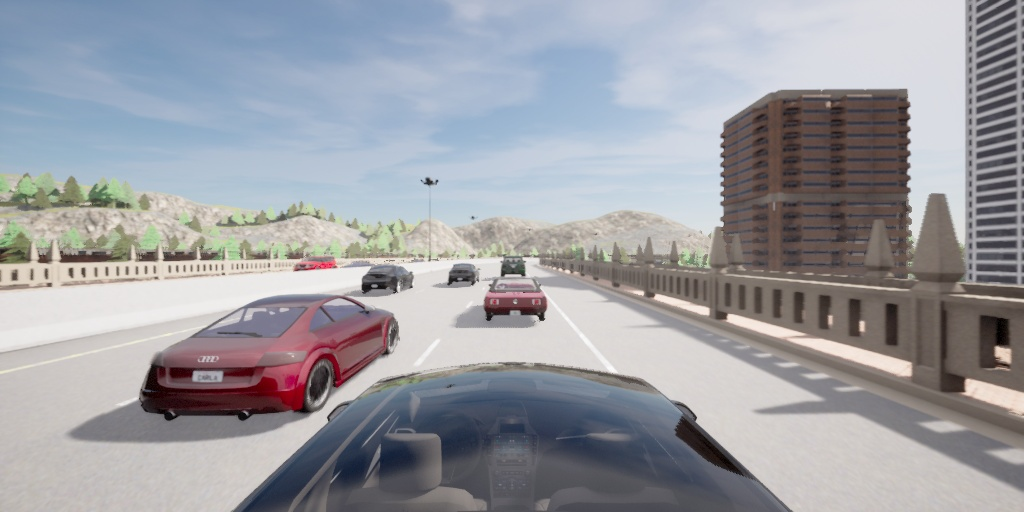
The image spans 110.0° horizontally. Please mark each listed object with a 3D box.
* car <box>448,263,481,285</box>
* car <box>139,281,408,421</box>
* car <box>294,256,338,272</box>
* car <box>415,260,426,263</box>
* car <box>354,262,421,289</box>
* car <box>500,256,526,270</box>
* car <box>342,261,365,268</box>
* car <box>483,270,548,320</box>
[{"bbox_3d":[-3.398,1.265,25.837,1.837,1.490,4.892,0,0,0],"label":"car"},{"bbox_3d":[-3.398,1.316,6.011,1.994,1.385,4.181,0,0,0],"label":"car"},{"bbox_3d":[-21.049,0.990,38.757,2.150,2.045,5.566,0,0,0],"label":"car"},{"bbox_3d":[-13.992,1.319,54.354,2.033,1.411,5.357,0,0,0],"label":"car"},{"bbox_3d":[-6.896,1.263,20.408,1.837,1.490,4.892,0,0,0],"label":"car"},{"bbox_3d":[0.105,0.984,32.276,2.150,2.045,5.566,0,0,0],"label":"car"},{"bbox_3d":[-17.531,1.315,41.047,2.033,1.411,5.357,0,0,1],"label":"car"},{"bbox_3d":[0.102,1.355,12.539,1.895,1.301,4.718,0,0,0],"label":"car"}]
